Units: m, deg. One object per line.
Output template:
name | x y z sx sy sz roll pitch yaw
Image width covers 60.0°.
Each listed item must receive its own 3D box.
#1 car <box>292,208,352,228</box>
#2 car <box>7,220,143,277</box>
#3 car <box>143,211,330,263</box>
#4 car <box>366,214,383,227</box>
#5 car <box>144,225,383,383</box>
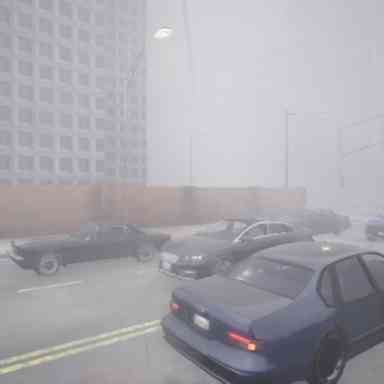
car | 5.862 1.510 16.703 5.357 1.411 2.033 0 0 -35
car | -3.061 1.592 10.397 4.718 1.301 1.895 0 0 -35
car | 1.401 1.476 9.272 4.902 1.511 2.128 0 0 -35
car | 9.890 1.434 15.225 5.008 1.535 1.882 -1 0 -35
car | 2.153 1.535 5.280 5.357 1.411 2.033 0 0 -35
